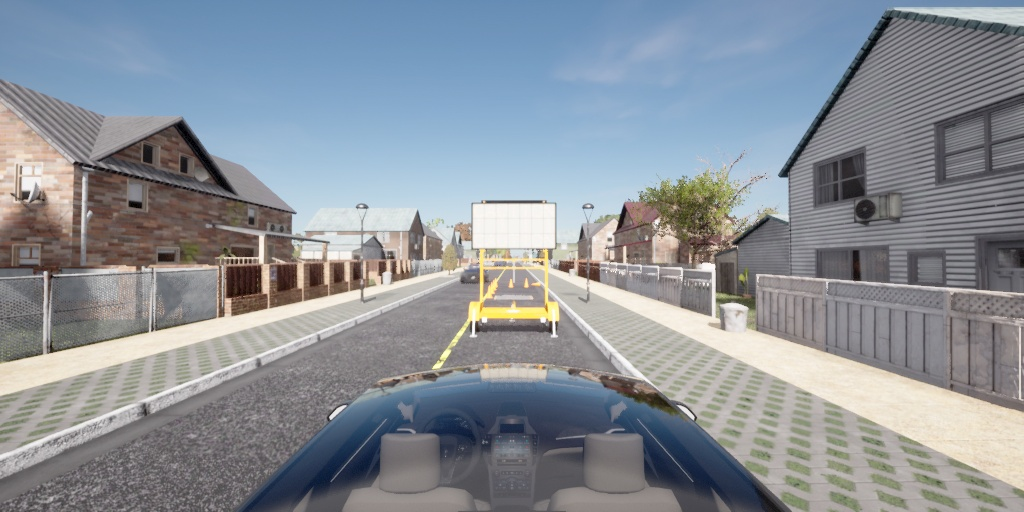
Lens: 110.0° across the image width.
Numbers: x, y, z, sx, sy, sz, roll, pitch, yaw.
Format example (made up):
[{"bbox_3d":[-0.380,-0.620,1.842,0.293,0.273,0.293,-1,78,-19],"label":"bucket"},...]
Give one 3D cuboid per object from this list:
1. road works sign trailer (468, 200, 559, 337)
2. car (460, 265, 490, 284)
[{"bbox_3d":[0.057,0.220,10.261,2.380,3.560,2.880,0,0,1],"label":"road works sign trailer"},{"bbox_3d":[-2.725,1.347,27.270,1.994,1.385,4.181,0,0,0],"label":"car"}]
